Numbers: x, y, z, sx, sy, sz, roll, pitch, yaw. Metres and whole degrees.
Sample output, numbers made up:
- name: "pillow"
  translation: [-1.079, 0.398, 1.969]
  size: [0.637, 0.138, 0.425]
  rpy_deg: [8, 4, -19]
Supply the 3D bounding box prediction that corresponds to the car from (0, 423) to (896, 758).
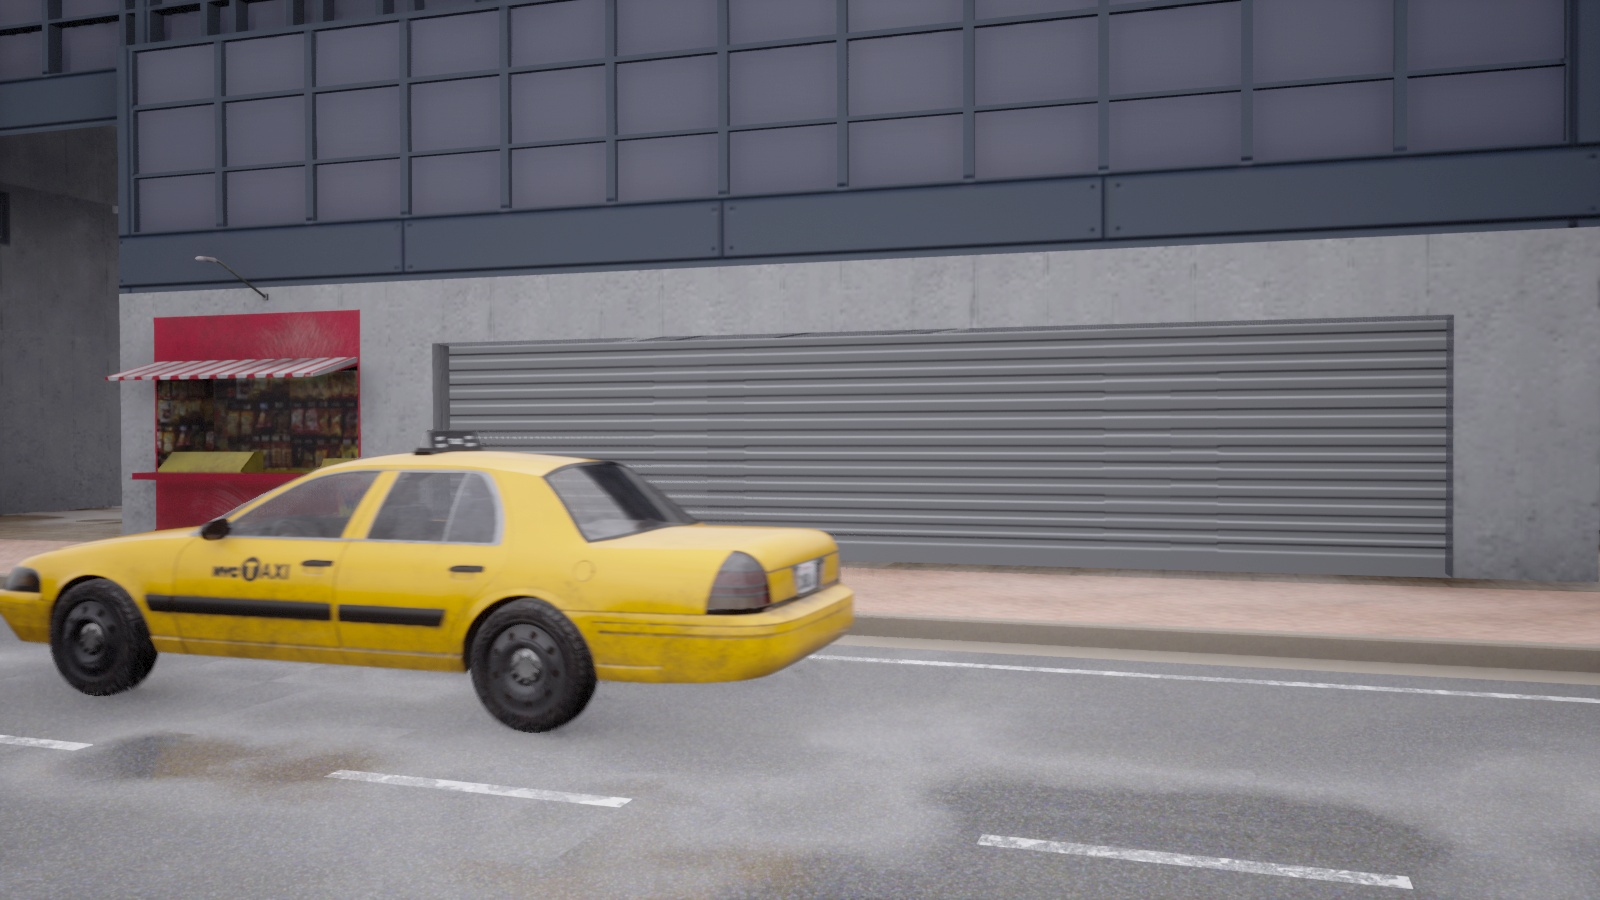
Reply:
- name: "car"
  translation: [-2.253, 0.635, 7.652]
  size: [5.366, 1.575, 1.801]
  rpy_deg: [1, 1, 19]
